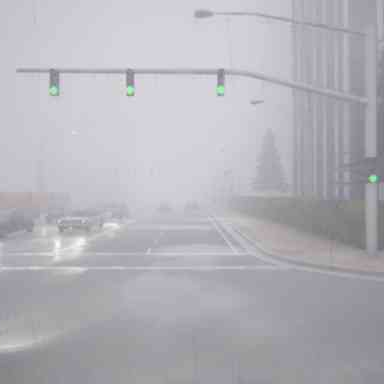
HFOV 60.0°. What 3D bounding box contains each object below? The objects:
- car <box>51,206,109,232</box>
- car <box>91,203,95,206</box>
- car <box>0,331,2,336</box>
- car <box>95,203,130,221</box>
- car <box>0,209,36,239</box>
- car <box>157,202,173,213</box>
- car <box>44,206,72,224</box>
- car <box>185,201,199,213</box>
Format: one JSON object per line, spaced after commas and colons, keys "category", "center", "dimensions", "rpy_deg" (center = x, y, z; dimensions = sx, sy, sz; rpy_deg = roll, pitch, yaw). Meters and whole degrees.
{"category": "car", "center": [-7.098, 1.817, 21.690], "dimensions": [1.895, 1.301, 4.718], "rpy_deg": [0, 0, 0]}
{"category": "car", "center": [-10.548, 1.904, 37.895], "dimensions": [2.033, 1.411, 5.357], "rpy_deg": [0, 0, 1]}
{"category": "car", "center": [-3.399, 1.565, 1.837], "dimensions": [2.033, 1.411, 5.357], "rpy_deg": [0, -1, 0]}
{"category": "car", "center": [-7.084, 1.787, 31.020], "dimensions": [2.128, 1.511, 4.902], "rpy_deg": [0, 0, 0]}
{"category": "car", "center": [-10.599, 1.720, 18.882], "dimensions": [1.812, 1.442, 4.674], "rpy_deg": [0, 0, 0]}
{"category": "car", "center": [-3.498, 1.943, 43.104], "dimensions": [2.033, 1.411, 5.357], "rpy_deg": [0, 0, 0]}
{"category": "car", "center": [-10.591, 1.873, 27.983], "dimensions": [1.895, 1.301, 4.718], "rpy_deg": [0, 0, 0]}
{"category": "car", "center": [0.007, 1.949, 44.095], "dimensions": [2.033, 1.411, 5.357], "rpy_deg": [0, -1, 0]}
